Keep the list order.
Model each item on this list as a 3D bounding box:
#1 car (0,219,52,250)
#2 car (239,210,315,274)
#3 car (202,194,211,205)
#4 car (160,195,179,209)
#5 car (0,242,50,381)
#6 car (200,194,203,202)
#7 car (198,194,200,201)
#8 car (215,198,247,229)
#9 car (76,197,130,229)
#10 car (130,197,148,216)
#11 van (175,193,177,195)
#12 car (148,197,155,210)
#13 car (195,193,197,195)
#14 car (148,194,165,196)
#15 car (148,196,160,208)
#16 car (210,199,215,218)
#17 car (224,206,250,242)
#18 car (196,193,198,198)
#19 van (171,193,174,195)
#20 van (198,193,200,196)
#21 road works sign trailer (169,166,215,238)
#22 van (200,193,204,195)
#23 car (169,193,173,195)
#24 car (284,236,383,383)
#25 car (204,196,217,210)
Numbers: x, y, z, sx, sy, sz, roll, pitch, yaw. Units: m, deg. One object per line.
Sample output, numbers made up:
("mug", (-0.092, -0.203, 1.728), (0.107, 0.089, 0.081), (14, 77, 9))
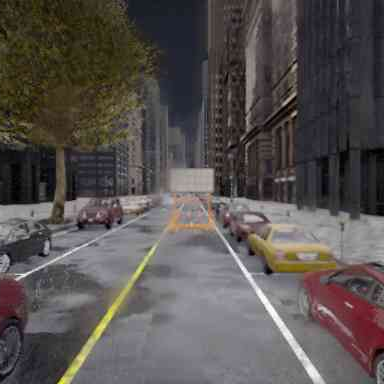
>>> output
("car", (-5.765, 1.538, 10.113), (2.008, 1.369, 4.403), (0, 0, 0))
("car", (2.760, 1.513, 10.292), (1.752, 1.417, 4.829), (0, 0, 0))
("car", (2.755, 1.398, 44.187), (1.967, 1.590, 4.097), (0, 0, 0))
("car", (-3.089, 1.482, 45.465), (1.812, 1.442, 4.674), (0, 0, 0))
("car", (-3.100, 1.522, 2.724), (1.812, 1.442, 4.674), (0, 0, 0))
("car", (2.753, 1.501, 55.543), (2.008, 1.369, 4.403), (0, 0, 0))
("car", (2.752, 1.489, 66.898), (1.887, 1.381, 4.507), (0, 0, 0))
("car", (2.758, 1.417, 21.477), (1.967, 1.590, 4.097), (0, 0, 0))
("car", (-5.767, 1.291, 21.467), (2.192, 1.841, 5.009), (0, 0, 0))
("car", (-5.768, 1.491, 32.653), (1.752, 1.417, 4.829), (0, 0, 0))
("van", (-5.777, 1.276, 89.597), (1.690, 1.788, 3.998), (0, 0, 0))
("car", (-5.769, 1.544, 38.501), (1.802, 1.307, 4.206), (0, 0, 0))
("car", (2.747, 1.249, 95.286), (2.192, 1.841, 5.009), (0, 0, 0))
("car", (-5.771, 1.268, 49.855), (2.192, 1.841, 5.009), (0, 0, 0))
("car", (-5.770, 1.539, 44.178), (1.802, 1.307, 4.206), (0, 0, 0))
("car", (2.758, 1.537, 27.155), (1.947, 1.339, 4.313), (0, 0, 0))
("car", (2.759, 1.564, 15.800), (1.802, 1.307, 4.206), (0, 0, 0))
("car", (2.749, 1.377, 83.931), (1.967, 1.590, 4.097), (0, 0, 0))
("van", (-5.776, 1.280, 78.243), (1.690, 1.788, 3.998), (0, 0, 0))
("van", (2.750, 1.283, 72.576), (1.690, 1.788, 3.998), (0, 0, 0))
("road works sign trailer", (-0.002, 0.444, 17.532), (2.380, 3.560, 2.880), (0, 0, 0))
("van", (2.752, 1.288, 61.221), (1.690, 1.788, 3.998), (0, 0, 0))
("car", (-5.774, 1.523, 72.565), (1.802, 1.307, 4.206), (0, 0, 0))
("car", (2.761, 1.577, 4.445), (1.802, 1.307, 4.206), (0, 0, 0))
("car", (2.756, 1.513, 38.510), (2.008, 1.369, 4.403), (0, 0, 0))
